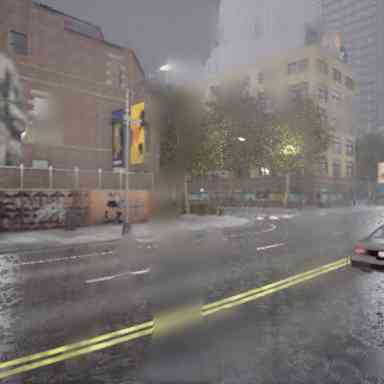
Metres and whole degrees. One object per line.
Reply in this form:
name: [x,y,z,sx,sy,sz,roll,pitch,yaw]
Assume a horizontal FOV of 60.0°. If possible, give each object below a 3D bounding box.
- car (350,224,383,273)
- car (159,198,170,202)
car: [6.572,1.598,9.915,5.357,1.411,2.033,0,0,-43]
car: [-3.882,1.618,45.841,2.097,1.767,4.553,0,0,-44]
